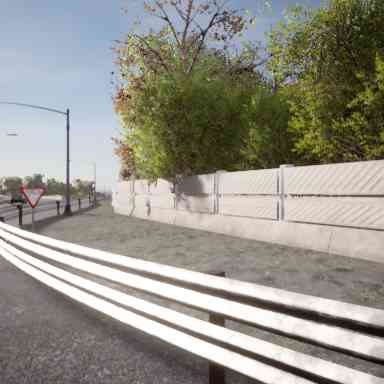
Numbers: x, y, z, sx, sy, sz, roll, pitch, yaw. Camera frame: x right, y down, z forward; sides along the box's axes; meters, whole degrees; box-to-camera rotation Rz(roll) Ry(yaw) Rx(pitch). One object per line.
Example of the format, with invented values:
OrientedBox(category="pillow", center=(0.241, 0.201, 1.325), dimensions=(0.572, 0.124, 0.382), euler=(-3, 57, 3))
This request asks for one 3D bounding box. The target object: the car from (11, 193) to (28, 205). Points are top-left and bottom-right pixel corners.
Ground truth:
OrientedBox(category="car", center=(-30.593, 1.199, 59.106), dimensions=(2.150, 2.045, 5.566), euler=(0, 0, -18))
